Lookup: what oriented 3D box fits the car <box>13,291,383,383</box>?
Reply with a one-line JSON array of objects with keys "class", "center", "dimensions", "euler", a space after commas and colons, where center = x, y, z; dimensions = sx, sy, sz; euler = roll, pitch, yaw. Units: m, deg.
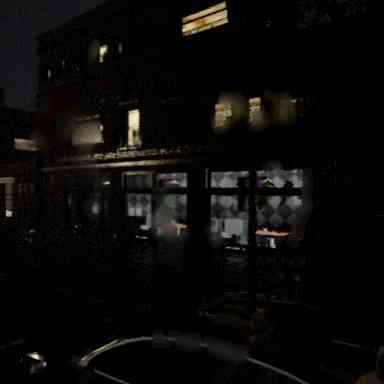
[{"class": "car", "center": [0.249, 1.561, 2.698], "dimensions": [4.403, 1.369, 2.008], "euler": [-1, 1, 36]}]
